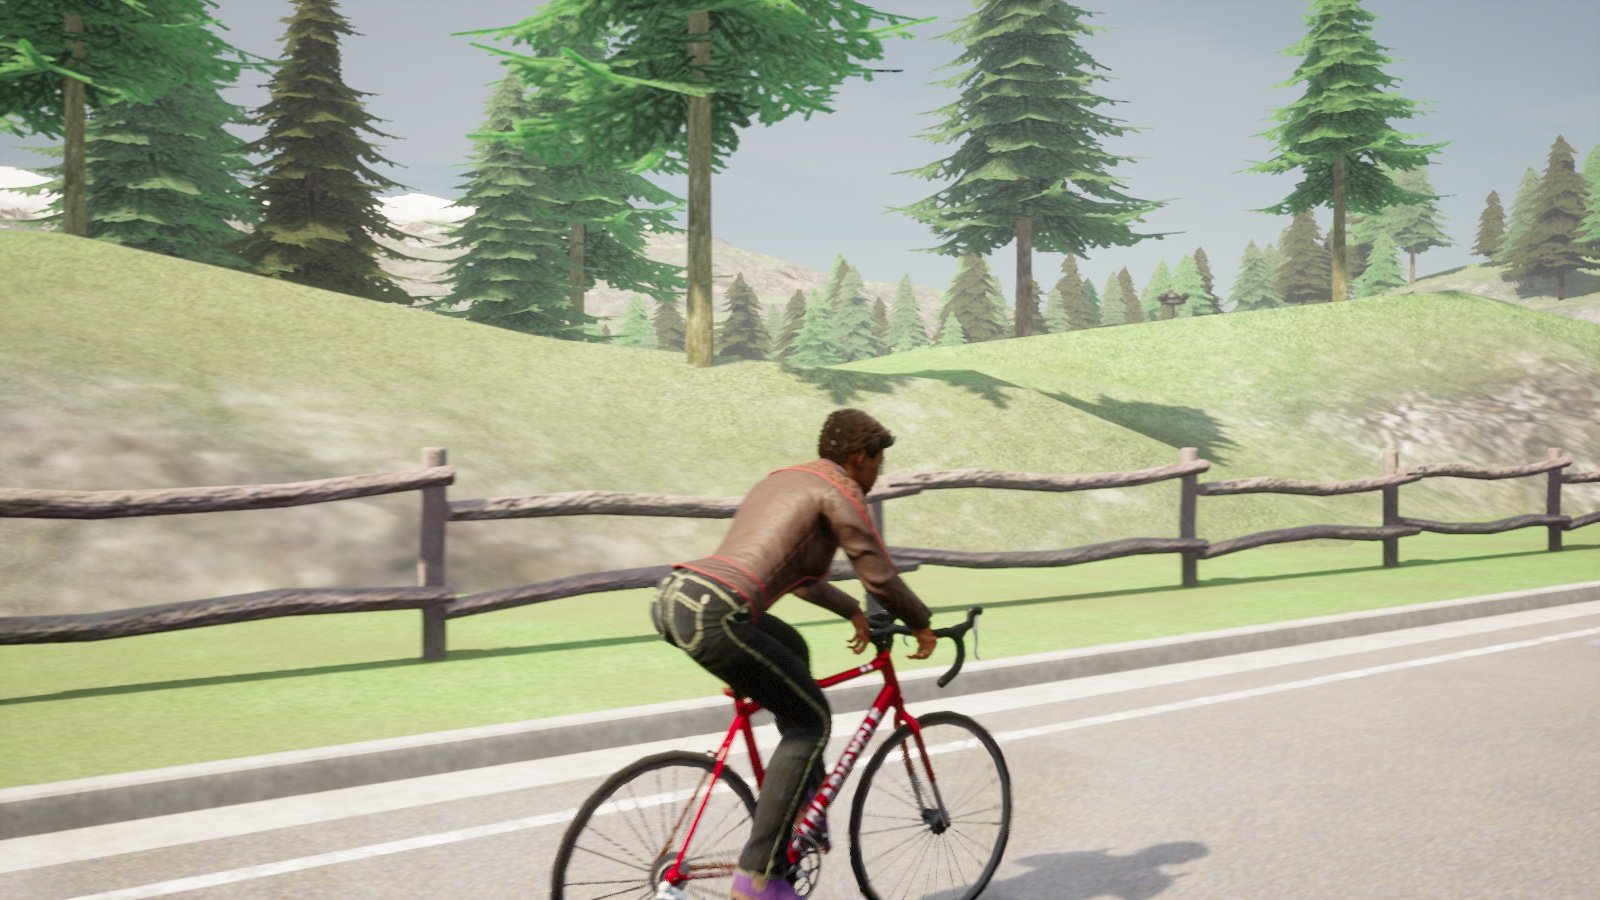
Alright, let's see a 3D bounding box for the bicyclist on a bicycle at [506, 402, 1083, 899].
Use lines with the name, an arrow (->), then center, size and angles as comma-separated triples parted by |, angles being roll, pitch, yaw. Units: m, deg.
bicyclist on a bicycle -> 0.038, 0.700, 3.686 | 1.656, 1.620, 0.582 | 0, 0, -35
